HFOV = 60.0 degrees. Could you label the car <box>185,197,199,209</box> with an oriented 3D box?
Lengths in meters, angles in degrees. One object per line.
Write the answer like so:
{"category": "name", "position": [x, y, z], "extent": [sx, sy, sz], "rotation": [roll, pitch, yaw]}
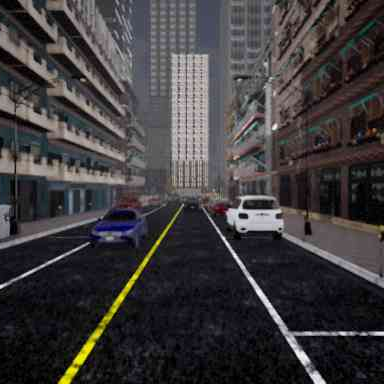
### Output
{"category": "car", "position": [0.026, 1.430, 46.539], "extent": [1.837, 1.490, 4.892], "rotation": [0, 0, 0]}

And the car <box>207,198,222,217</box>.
{"category": "car", "position": [2.693, 1.493, 30.123], "extent": [1.887, 1.381, 4.507], "rotation": [-1, 0, 0]}

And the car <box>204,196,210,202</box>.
{"category": "car", "position": [2.695, 1.491, 35.646], "extent": [2.008, 1.369, 4.403], "rotation": [-1, 0, 0]}

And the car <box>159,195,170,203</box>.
{"category": "car", "position": [-5.675, 1.436, 68.804], "extent": [1.887, 1.381, 4.507], "rotation": [-1, 0, 0]}

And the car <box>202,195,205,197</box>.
{"category": "car", "position": [2.704, 1.444, 63.264], "extent": [1.887, 1.381, 4.507], "rotation": [-1, 0, 0]}

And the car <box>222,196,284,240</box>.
{"category": "car", "position": [3.007, 1.195, 16.909], "extent": [2.150, 2.045, 5.566], "rotation": [0, 0, 0]}

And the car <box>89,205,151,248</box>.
{"category": "car", "position": [-3.095, 1.500, 14.842], "extent": [1.812, 1.442, 4.674], "rotation": [0, 0, 0]}

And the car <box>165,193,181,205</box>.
{"category": "car", "position": [-3.041, 1.130, 55.929], "extent": [2.150, 2.045, 5.566], "rotation": [0, 0, 1]}

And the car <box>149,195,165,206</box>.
{"category": "car", "position": [-5.680, 1.497, 52.233], "extent": [1.802, 1.307, 4.206], "rotation": [-1, 0, 0]}

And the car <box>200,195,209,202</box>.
{"category": "car", "position": [2.708, 1.409, 74.480], "extent": [1.752, 1.417, 4.829], "rotation": [-1, 0, 0]}

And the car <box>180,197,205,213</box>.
{"category": "car", "position": [0.076, 1.504, 35.892], "extent": [1.994, 1.385, 4.181], "rotation": [0, 0, 0]}

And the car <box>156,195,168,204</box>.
{"category": "car", "position": [-5.678, 1.340, 63.280], "extent": [1.967, 1.590, 4.097], "rotation": [-1, 0, 0]}

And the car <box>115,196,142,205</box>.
{"category": "car", "position": [-5.690, 1.264, 30.138], "extent": [2.192, 1.841, 5.009], "rotation": [-1, 0, 0]}
